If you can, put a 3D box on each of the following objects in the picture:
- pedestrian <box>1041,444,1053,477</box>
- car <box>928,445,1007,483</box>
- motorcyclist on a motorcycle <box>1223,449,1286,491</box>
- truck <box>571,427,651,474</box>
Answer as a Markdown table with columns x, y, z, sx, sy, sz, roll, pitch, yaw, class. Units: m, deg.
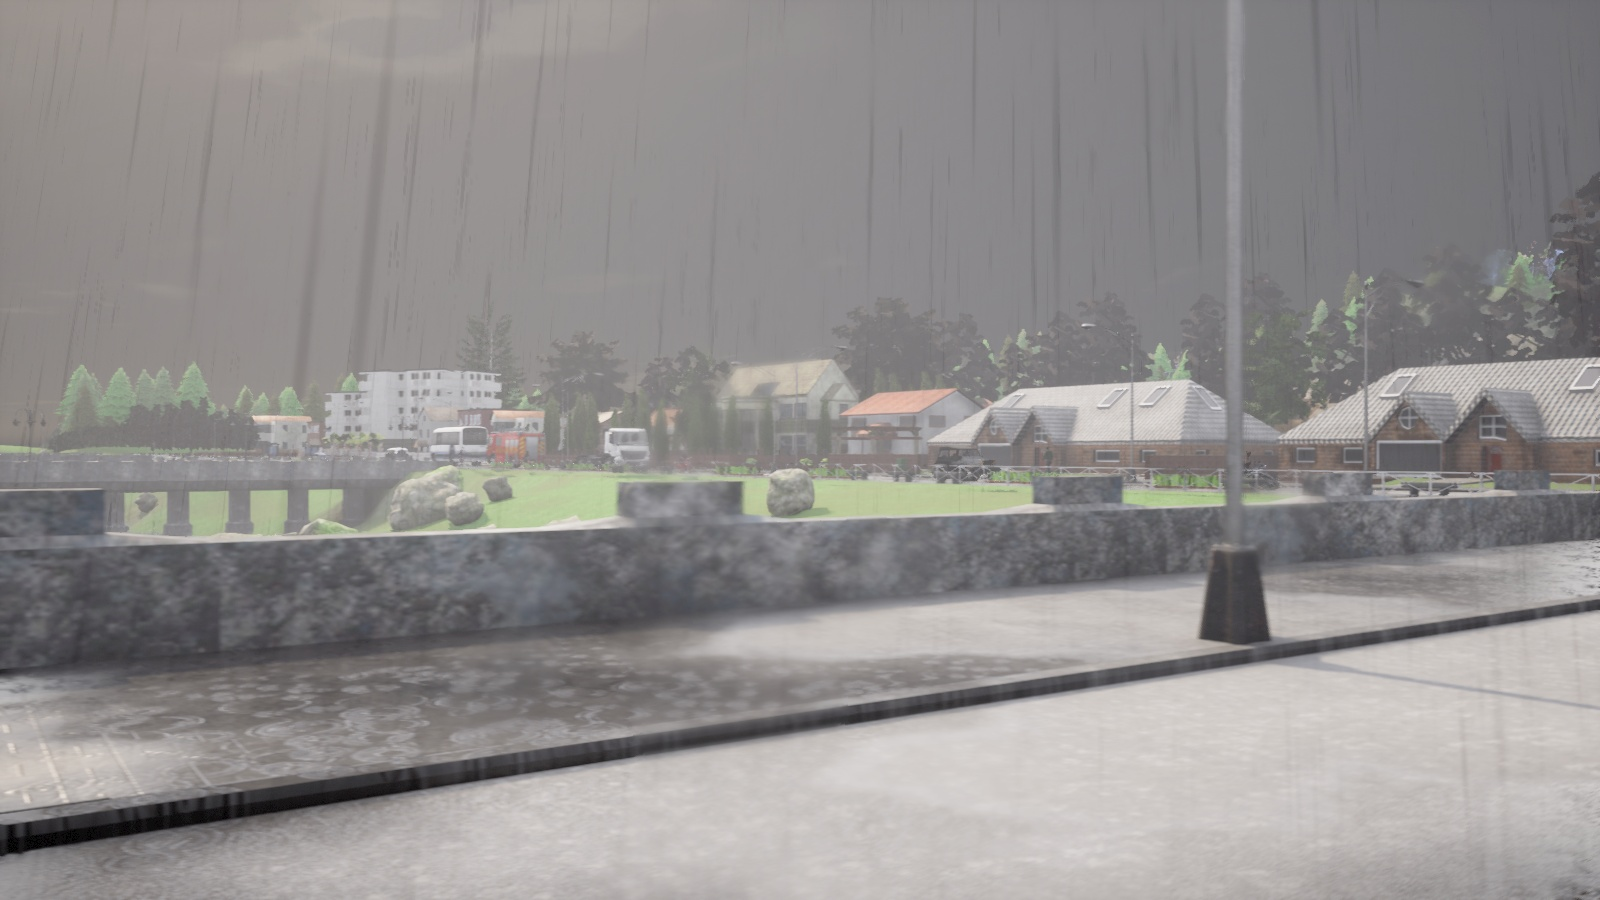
| x | y | z | sx | sy | sz | roll | pitch | yaw | class |
| --- | --- | --- | --- | --- | --- | --- | --- | --- | --- |
| 13.970 | 0.599 | 70.975 | 0.353 | 1.847 | 0.614 | 0 | 0 | -22 | pedestrian |
| 8.507 | 0.680 | 64.126 | 1.905 | 1.878 | 3.866 | 0 | 0 | -35 | car |
| 18.172 | 0.780 | 50.243 | 0.766 | 1.649 | 2.350 | 0 | 0 | -35 | motorcyclist on a motorcycle |
| -14.762 | 0.033 | 97.553 | 2.891 | 3.462 | 7.936 | 0 | 0 | -35 | truck |
